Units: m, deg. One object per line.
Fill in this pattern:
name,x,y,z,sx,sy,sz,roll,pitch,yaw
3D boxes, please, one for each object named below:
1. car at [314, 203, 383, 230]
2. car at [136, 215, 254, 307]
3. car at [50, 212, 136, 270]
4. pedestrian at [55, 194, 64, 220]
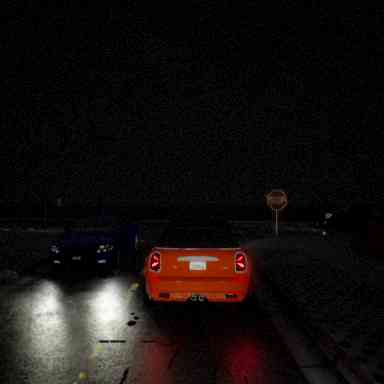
car,10.363,1.512,21.509,4.553,1.767,2.097,1,0,0
car,0.182,1.354,8.150,2.097,1.767,4.553,0,0,2
car,-3.055,1.481,11.293,1.882,1.535,5.008,0,0,0
pedestrian,-9.673,1.069,24.313,0.375,1.860,0.375,0,-1,0
